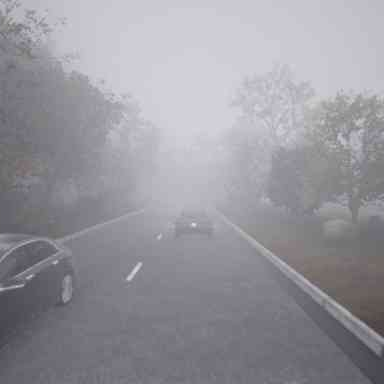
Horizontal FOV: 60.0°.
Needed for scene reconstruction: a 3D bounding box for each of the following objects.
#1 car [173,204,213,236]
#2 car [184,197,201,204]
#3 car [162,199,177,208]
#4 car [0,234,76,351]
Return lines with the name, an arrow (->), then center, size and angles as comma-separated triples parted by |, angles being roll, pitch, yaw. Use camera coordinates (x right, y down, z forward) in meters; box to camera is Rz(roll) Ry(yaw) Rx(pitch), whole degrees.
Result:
car -> 0.092, 1.583, 18.405 | 1.994, 1.385, 4.181 | 0, 0, 0
car -> 0.083, 1.368, 40.951 | 2.097, 1.767, 4.553 | 0, 0, 0
car -> -3.235, 1.610, 47.923 | 1.895, 1.301, 4.718 | 0, 0, 1
car -> -3.352, 1.511, 5.151 | 1.837, 1.490, 4.892 | 0, 0, 0
